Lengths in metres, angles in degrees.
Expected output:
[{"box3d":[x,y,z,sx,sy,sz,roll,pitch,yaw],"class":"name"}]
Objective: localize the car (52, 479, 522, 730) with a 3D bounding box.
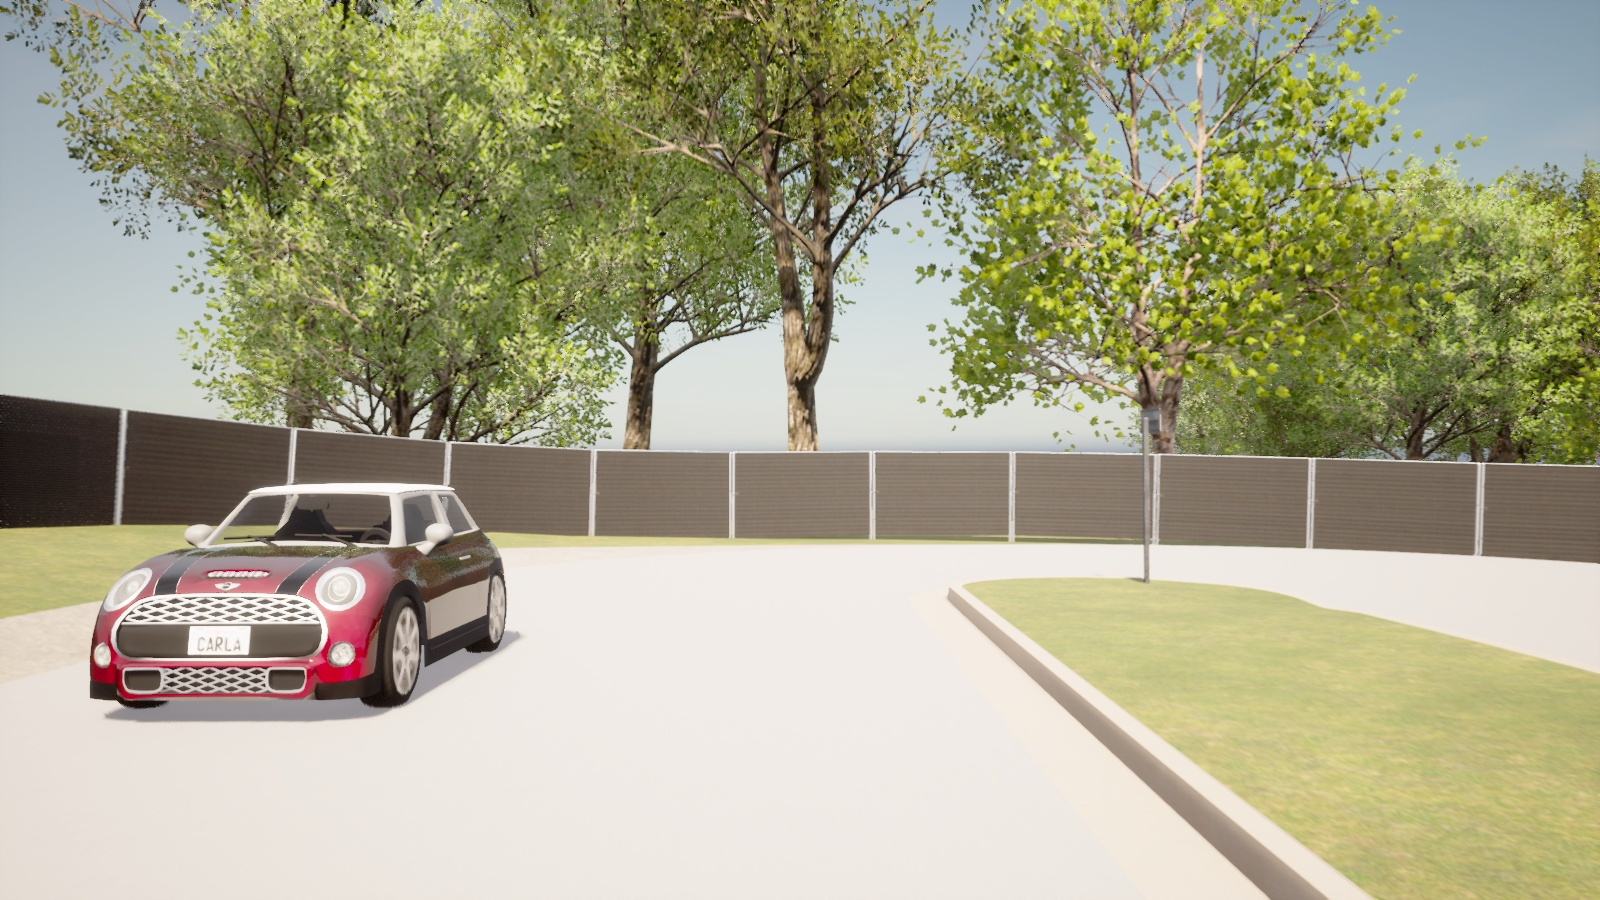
[{"box3d":[-3.546,0.981,9.542,1.970,1.475,3.806,-1,-1,1],"class":"car"}]
